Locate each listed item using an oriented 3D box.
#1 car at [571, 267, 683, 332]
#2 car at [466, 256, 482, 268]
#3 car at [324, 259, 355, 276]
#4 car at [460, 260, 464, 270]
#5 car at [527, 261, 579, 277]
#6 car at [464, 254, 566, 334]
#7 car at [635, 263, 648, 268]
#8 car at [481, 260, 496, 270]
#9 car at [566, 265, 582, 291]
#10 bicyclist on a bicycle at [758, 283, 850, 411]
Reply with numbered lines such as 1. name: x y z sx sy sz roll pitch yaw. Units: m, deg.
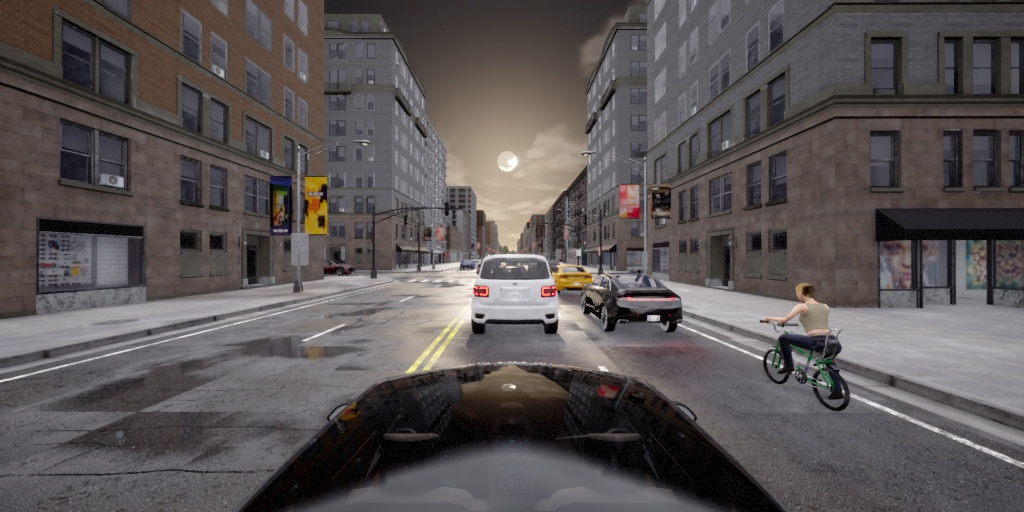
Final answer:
1. car: 3.323 1.243 10.821 2.128 1.511 4.902 0 0 0
2. car: -6.690 0.996 64.036 2.150 2.045 5.566 0 0 0
3. car: -18.176 1.092 35.832 4.553 1.767 2.097 0 0 0
4. car: -6.702 1.249 54.092 1.882 1.535 5.008 0 0 0
5. car: 4.024 1.267 35.795 4.892 1.490 1.837 0 0 0
6. car: 0.079 0.973 10.750 2.150 2.045 5.566 0 0 0
7. car: 14.974 1.413 38.708 4.718 1.301 1.895 0 0 1
8. car: -3.444 1.335 53.082 1.994 1.385 4.181 0 0 0
9. car: 3.211 1.233 20.311 1.882 1.535 5.008 0 0 0
10. bicyclist on a bicycle: 4.129 1.187 5.133 0.866 1.612 1.509 0 0 0
